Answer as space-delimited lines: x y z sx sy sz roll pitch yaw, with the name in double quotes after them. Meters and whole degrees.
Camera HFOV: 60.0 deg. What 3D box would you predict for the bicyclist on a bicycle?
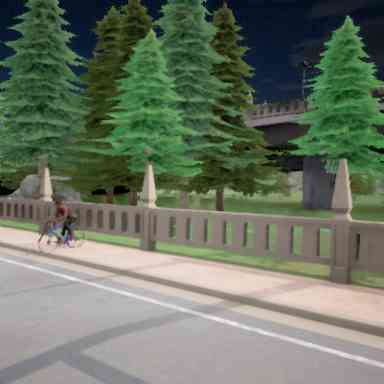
-4.114 1.083 10.586 0.582 1.620 1.656 2 2 35 "bicyclist on a bicycle"
